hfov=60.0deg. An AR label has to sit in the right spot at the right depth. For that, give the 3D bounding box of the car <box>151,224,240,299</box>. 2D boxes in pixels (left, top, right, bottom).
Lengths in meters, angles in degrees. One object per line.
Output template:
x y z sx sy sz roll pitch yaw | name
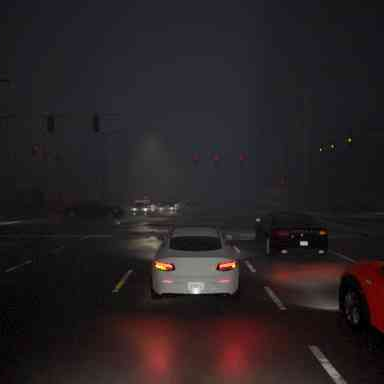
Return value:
0.062 1.526 8.295 1.812 1.442 4.674 0 0 0 | car

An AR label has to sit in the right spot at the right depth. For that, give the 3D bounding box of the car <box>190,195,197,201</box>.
0.475 1.595 88.319 1.895 1.301 4.718 0 0 1 | car

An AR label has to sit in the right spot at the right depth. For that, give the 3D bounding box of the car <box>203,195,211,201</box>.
3.990 1.478 89.260 1.882 1.535 5.008 0 0 1 | car

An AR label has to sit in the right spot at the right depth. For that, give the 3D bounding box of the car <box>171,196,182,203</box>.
-3.304 1.540 71.039 2.033 1.411 5.357 0 0 1 | car

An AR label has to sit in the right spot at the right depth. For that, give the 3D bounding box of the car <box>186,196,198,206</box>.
0.032 1.601 53.614 1.895 1.301 4.718 0 0 1 | car

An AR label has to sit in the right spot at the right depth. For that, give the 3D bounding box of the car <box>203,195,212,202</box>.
3.828 1.478 79.146 1.882 1.535 5.008 0 0 1 | car

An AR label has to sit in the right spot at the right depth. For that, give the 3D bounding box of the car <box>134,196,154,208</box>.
-7.240 1.478 48.823 1.882 1.535 5.008 0 0 1 | car

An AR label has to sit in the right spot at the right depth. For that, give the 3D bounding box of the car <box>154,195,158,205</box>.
-7.093 1.491 58.090 2.128 1.511 4.902 0 0 1 | car

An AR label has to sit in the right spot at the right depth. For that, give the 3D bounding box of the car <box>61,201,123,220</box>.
-8.233 1.477 27.642 5.008 1.535 1.882 0 0 0 | car

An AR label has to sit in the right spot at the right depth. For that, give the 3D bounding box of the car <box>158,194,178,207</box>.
-3.704 1.478 51.217 1.882 1.535 5.008 0 0 1 | car

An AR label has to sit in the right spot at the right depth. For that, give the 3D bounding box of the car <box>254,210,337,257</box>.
3.647 1.478 13.005 1.882 1.535 5.008 0 0 2 | car

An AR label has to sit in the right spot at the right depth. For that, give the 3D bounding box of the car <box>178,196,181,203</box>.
-3.544 1.505 60.444 1.837 1.490 4.892 0 0 1 | car

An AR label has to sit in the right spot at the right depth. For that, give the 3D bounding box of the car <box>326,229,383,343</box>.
3.601 1.352 3.966 2.097 1.767 4.553 0 0 0 | car

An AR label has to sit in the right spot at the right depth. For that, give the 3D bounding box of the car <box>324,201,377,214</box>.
16.411 1.601 34.676 4.718 1.301 1.895 0 0 0 | car

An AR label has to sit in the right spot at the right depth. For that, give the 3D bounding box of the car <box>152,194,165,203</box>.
-6.862 1.352 68.149 2.097 1.767 4.553 0 0 1 | car

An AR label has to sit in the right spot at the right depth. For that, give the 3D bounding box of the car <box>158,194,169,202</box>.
-6.688 1.340 78.238 2.097 1.767 4.553 0 0 1 | car
